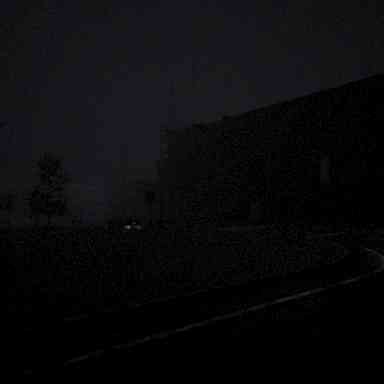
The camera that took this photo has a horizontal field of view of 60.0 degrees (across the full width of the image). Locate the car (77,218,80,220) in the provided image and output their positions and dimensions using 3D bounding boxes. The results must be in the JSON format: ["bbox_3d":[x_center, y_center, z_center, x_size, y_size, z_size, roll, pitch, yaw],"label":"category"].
[{"bbox_3d":[-16.904,4.161,49.836,2.128,1.511,4.902,0,-5,-37],"label":"car"}]

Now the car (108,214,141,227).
[{"bbox_3d":[-7.682,3.173,37.235,2.033,1.411,5.357,0,-5,-36],"label":"car"}]
